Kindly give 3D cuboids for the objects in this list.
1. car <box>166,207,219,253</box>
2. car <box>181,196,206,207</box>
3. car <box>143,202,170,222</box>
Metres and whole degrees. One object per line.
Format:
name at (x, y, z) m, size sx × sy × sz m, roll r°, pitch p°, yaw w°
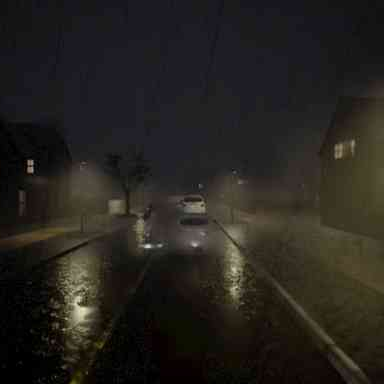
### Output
car at (0.094, 1.583, 13.759) m, size 1.812 × 1.442 × 4.674 m, roll 0°, pitch 0°, yaw 0°
car at (0.104, 1.352, 31.598) m, size 2.150 × 2.045 × 5.566 m, roll 0°, pitch 0°, yaw 0°
car at (-2.843, 1.606, 27.513) m, size 2.128 × 1.511 × 4.902 m, roll 0°, pitch 0°, yaw 0°
